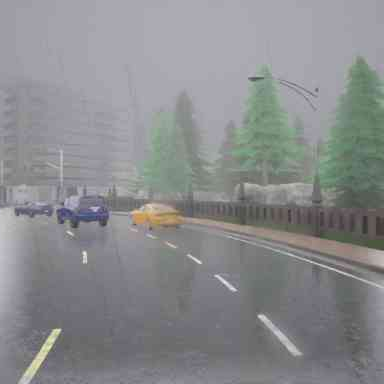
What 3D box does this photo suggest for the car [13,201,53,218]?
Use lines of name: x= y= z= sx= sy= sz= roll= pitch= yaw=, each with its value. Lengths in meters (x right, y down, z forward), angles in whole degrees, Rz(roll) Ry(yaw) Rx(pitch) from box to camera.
car: x=-14.570 y=1.526 z=30.594 sx=4.674 sy=1.442 sz=1.812 roll=0 pitch=0 yaw=39

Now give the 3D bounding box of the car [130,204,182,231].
car: x=-2.401 y=1.477 z=20.895 sx=1.882 sy=1.535 sz=5.008 roll=0 pitch=0 yaw=-29

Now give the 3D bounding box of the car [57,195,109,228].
car: x=-7.464 y=1.221 z=22.530 sx=2.150 sy=2.045 sz=5.566 roll=0 pitch=0 yaw=-35
